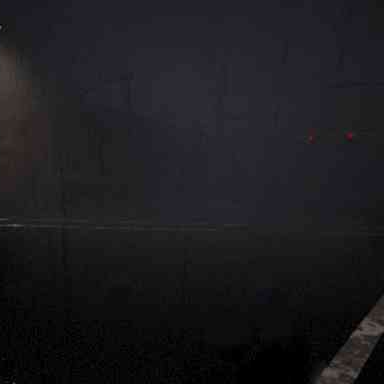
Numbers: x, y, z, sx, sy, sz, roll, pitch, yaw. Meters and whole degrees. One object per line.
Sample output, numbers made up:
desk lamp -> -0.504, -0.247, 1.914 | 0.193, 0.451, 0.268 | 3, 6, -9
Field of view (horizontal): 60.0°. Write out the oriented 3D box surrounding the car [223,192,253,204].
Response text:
car -> 5.965, 0.679, 42.333 | 2.033, 1.411, 5.357 | 2, 3, 36

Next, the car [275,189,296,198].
car -> 15.816, 0.262, 55.798 | 2.033, 1.411, 5.357 | 2, 2, 36
